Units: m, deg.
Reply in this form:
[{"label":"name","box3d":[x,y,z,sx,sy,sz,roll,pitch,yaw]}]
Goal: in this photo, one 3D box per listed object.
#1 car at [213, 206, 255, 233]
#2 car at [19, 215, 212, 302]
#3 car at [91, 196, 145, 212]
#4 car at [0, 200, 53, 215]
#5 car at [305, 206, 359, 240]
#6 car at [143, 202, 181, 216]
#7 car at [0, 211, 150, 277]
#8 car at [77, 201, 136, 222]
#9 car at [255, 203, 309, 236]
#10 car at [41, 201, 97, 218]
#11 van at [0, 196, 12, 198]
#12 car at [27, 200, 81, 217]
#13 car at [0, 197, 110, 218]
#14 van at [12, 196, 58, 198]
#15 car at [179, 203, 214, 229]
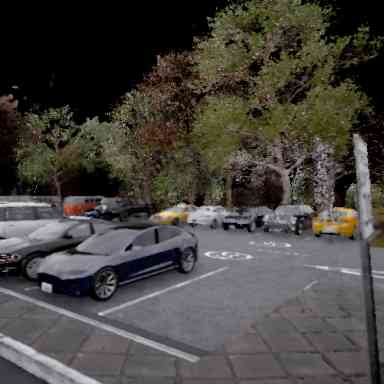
[{"label":"car","box3d":[3.721,1.648,21.330,2.163,1.488,4.792,0,0,36]},{"label":"car","box3d":[-1.724,1.655,9.119,2.163,1.488,4.792,0,0,36]},{"label":"car","box3d":[-5.210,1.370,27.888,2.435,2.045,5.566,0,0,36]},{"label":"car","box3d":[-18.664,1.685,37.630,2.097,1.535,5.008,-1,0,36]},{"label":"car","box3d":[8.119,1.617,18.166,2.097,1.535,5.008,0,0,36]},{"label":"car","box3d":[-0.853,1.617,24.459,1.946,1.575,5.366,0,0,36]},{"label":"car","box3d":[-3.950,1.626,10.779,2.097,1.535,5.008,0,0,36]},{"label":"car","box3d":[-7.484,1.652,29.469,2.163,1.488,4.792,0,0,36]},{"label":"car","box3d":[5.898,1.492,19.824,2.185,1.767,4.553,0,0,36]},{"label":"car","box3d":[-12.034,1.662,32.844,2.163,1.488,4.792,0,0,36]},{"label":"van","box3d":[-20.842,1.484,39.349,1.878,1.987,4.442,-1,0,36]},{"label":"car","box3d":[-14.170,1.674,34.395,2.163,1.488,4.792,0,0,36]},{"label":"car","box3d":[-6.182,1.376,12.428,2.435,2.045,5.566,0,0,36]},{"label":"van","box3d":[-16.479,1.437,35.902,1.878,1.987,4.442,0,0,36]},{"label":"car","box3d":[1.496,1.659,22.979,2.002,1.452,4.674,0,0,36]}]
